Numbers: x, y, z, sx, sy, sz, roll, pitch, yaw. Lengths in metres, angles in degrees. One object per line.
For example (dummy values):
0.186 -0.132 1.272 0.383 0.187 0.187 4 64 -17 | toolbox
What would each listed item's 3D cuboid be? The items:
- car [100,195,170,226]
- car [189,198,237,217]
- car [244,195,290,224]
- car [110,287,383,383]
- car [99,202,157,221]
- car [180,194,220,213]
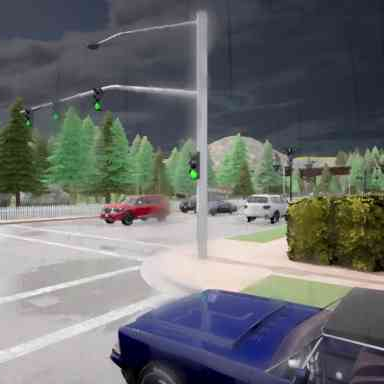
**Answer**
-3.951 1.221 24.227 2.150 2.045 5.566 0 0 38 | car
2.416 1.547 32.257 2.033 1.411 5.357 0 0 38 | car
6.031 1.221 25.237 2.150 2.045 5.566 0 0 38 | car
1.467 1.601 2.919 4.718 1.301 1.895 0 0 36 | car
-5.299 1.601 28.161 1.895 1.301 4.718 0 0 38 | car
1.036 1.221 36.144 2.150 2.045 5.566 0 0 39 | car
